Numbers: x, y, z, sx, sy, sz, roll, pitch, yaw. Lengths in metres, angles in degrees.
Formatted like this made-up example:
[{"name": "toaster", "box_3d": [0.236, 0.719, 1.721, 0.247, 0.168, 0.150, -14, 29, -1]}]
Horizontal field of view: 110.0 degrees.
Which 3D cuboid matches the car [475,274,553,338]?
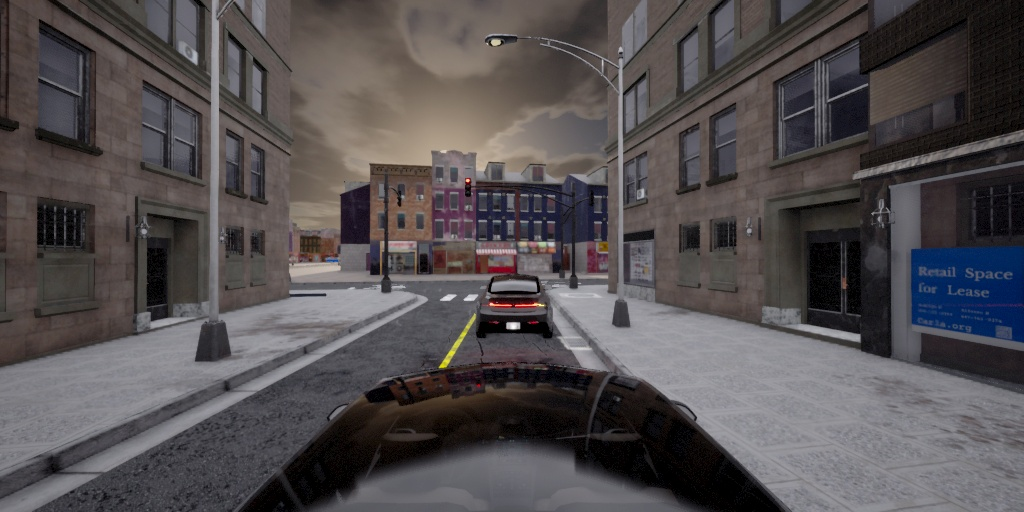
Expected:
[{"name": "car", "box_3d": [0.100, 1.256, 10.148, 1.837, 1.490, 4.892, 0, 0, 2]}]
